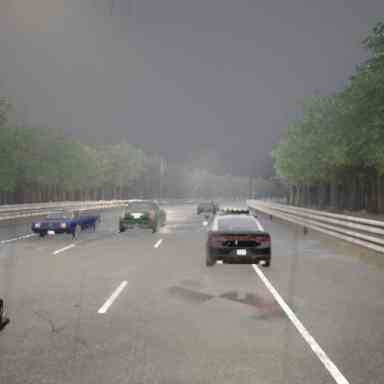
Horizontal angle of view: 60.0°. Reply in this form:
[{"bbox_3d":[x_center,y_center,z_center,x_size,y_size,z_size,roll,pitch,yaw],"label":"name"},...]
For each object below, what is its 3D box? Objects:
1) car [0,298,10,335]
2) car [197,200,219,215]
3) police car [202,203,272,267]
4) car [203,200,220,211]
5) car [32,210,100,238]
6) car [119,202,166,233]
[{"bbox_3d":[-3.363,1.599,2.283,1.895,1.301,4.718,0,0,0],"label":"car"},{"bbox_3d":[1.633,1.578,35.069,2.128,1.511,4.902,0,-1,6],"label":"car"},{"bbox_3d":[1.410,1.415,11.519,1.930,1.638,5.238,0,0,2],"label":"police car"},{"bbox_3d":[2.734,1.816,46.378,1.994,1.385,4.181,0,-1,9],"label":"car"},{"bbox_3d":[-6.451,1.592,17.725,1.895,1.301,4.718,0,0,3],"label":"car"},{"bbox_3d":[-2.831,1.343,19.886,2.097,1.767,4.553,0,0,3],"label":"car"}]
